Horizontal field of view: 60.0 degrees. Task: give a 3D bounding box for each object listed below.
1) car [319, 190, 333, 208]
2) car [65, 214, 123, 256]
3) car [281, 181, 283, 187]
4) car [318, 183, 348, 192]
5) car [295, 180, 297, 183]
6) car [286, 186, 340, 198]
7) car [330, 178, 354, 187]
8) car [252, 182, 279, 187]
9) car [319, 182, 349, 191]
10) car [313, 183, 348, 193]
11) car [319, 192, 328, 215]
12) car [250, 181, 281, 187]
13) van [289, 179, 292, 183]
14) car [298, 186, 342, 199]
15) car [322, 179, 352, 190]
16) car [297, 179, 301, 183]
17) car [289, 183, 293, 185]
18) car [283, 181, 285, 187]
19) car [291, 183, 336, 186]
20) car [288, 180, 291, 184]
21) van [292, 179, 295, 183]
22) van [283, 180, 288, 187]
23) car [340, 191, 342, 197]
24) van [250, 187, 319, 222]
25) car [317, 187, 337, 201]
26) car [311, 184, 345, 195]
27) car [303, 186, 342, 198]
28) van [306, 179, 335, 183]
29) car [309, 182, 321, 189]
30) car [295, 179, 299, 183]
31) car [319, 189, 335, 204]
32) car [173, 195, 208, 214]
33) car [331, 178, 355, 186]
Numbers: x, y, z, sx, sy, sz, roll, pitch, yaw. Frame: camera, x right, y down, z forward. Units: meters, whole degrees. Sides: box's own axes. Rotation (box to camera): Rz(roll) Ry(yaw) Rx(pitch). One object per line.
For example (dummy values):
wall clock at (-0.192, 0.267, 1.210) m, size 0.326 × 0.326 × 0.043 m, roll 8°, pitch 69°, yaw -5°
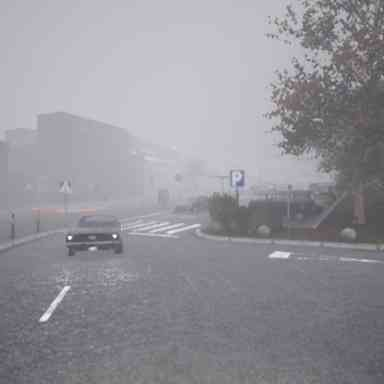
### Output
car at (8.419, 0.865, 27.491) m, size 5.366 × 1.575 × 1.946 m, roll 0°, pitch 3°, yaw 27°
car at (-3.800, 1.594, 13.252) m, size 1.895 × 1.301 × 4.718 m, roll 0°, pitch 0°, yaw -13°
car at (15.540, -0.967, 69.691) m, size 5.366 × 1.575 × 1.946 m, roll 0°, pitch 2°, yaw 27°
car at (25.182, -0.786, 59.399) m, size 4.792 × 1.488 × 2.163 m, roll 0°, pitch 3°, yaw 27°
car at (23.458, -1.727, 84.515) m, size 4.792 × 1.488 × 2.163 m, roll 0°, pitch 3°, yaw 27°
car at (12.412, 0.476, 34.787) m, size 5.008 × 1.535 × 2.097 m, roll 0°, pitch 3°, yaw 27°
car at (37.873, -2.396, 84.039) m, size 5.566 × 2.045 × 2.435 m, roll 0°, pitch 3°, yaw 27°
car at (11.261, -0.249, 50.825) m, size 2.097 × 1.767 × 4.553 m, roll 0°, pitch 3°, yaw 28°
car at (26.436, -0.943, 61.870) m, size 4.892 × 1.521 × 2.231 m, roll 0°, pitch 3°, yaw 27°
car at (23.716, -0.689, 57.035) m, size 5.366 × 1.575 × 1.946 m, roll 0°, pitch 3°, yaw 27°
car at (7.335, 1.028, 24.930) m, size 4.792 × 1.488 × 2.163 m, roll 0°, pitch 3°, yaw 27°
car at (14.385, -1.086, 67.122) m, size 5.566 × 2.045 × 2.435 m, roll 0°, pitch 3°, yaw 27°
van at (20.747, -1.712, 79.600) m, size 4.442 × 1.987 × 1.878 m, roll 0°, pitch 2°, yaw 27°
car at (16.227, 0.087, 42.178) m, size 5.008 × 1.535 × 2.097 m, roll 0°, pitch 3°, yaw 27°
car at (30.223, -1.582, 69.264) m, size 5.566 × 2.045 × 2.435 m, roll 0°, pitch 3°, yaw 27°
car at (26.013, -2.043, 89.501) m, size 4.892 × 1.521 × 2.231 m, roll 0°, pitch 3°, yaw 27°
car at (18.006, -0.393, 56.442) m, size 1.895 × 1.301 × 4.718 m, roll 0°, pitch 3°, yaw 27°
car at (16.996, -1.055, 72.092) m, size 4.674 × 1.452 × 2.002 m, roll 0°, pitch 3°, yaw 27°
car at (13.707, 0.220, 37.233) m, size 4.553 × 1.767 × 2.185 m, roll 0°, pitch 3°, yaw 27°
car at (19.563, -1.355, 77.068) m, size 5.008 × 1.535 × 2.097 m, roll 0°, pitch 3°, yaw 27°
van at (22.241, -1.848, 81.978) m, size 4.442 × 1.987 × 1.878 m, roll 0°, pitch 3°, yaw 27°
van at (18.378, -1.451, 74.516) m, size 4.442 × 1.987 × 1.878 m, roll 0°, pitch 3°, yaw 27°
car at (14.956, 0.256, 39.717) m, size 4.674 × 1.452 × 2.002 m, roll 0°, pitch 3°, yaw 27°
van at (5.925, 0.904, 22.527) m, size 4.442 × 1.987 × 1.878 m, roll 0°, pitch 3°, yaw 27°
car at (11.127, 0.607, 32.331) m, size 4.892 × 1.521 × 2.231 m, roll 0°, pitch 3°, yaw 27°
car at (21.306, -0.399, 52.039) m, size 4.792 × 1.488 × 2.163 m, roll 0°, pitch 3°, yaw 27°
car at (17.505, -0.002, 44.643) m, size 4.674 × 1.452 × 2.002 m, roll 0°, pitch 3°, yaw 27°
van at (18.879, -0.398, 47.039) m, size 4.442 × 1.987 × 1.878 m, roll 0°, pitch 2°, yaw 27°
car at (28.427, -1.532, 76.789) m, size 1.812 × 1.442 × 4.674 m, roll 0°, pitch 3°, yaw 27°
car at (24.719, -1.859, 87.020) m, size 4.674 × 1.452 × 2.002 m, roll 0°, pitch 3°, yaw 27°
car at (9.885, 0.766, 29.855) m, size 4.792 × 1.488 × 2.163 m, roll 0°, pitch 3°, yaw 27°
car at (0.126, 1.037, 29.414) m, size 1.837 × 1.490 × 4.892 m, roll 0°, pitch 2°, yaw 27°
car at (39.198, -2.542, 86.475) m, size 5.566 × 2.045 × 2.435 m, roll 0°, pitch 3°, yaw 27°
